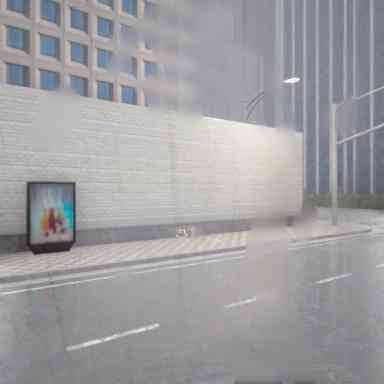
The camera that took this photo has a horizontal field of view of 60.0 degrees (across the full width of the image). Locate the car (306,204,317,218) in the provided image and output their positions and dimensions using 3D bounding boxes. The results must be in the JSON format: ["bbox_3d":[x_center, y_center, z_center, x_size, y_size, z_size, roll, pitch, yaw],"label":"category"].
[{"bbox_3d":[9.082,1.533,30.780,1.882,1.535,5.008,0,0,-36],"label":"car"}]

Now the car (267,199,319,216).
[{"bbox_3d":[10.462,1.547,34.867,2.128,1.511,4.902,0,0,-36],"label":"car"}]

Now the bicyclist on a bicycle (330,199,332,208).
[{"bbox_3d":[18.685,1.356,43.961,1.656,1.620,0.582,0,0,-36],"label":"bicyclist on a bicycle"}]
